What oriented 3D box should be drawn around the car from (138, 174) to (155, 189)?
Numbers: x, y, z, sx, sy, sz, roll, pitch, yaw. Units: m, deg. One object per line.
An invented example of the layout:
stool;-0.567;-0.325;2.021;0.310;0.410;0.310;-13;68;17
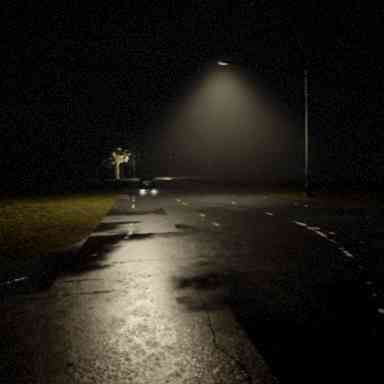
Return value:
car;-6.622;-1.520;48.397;2.150;2.045;5.566;-2;4;-10
